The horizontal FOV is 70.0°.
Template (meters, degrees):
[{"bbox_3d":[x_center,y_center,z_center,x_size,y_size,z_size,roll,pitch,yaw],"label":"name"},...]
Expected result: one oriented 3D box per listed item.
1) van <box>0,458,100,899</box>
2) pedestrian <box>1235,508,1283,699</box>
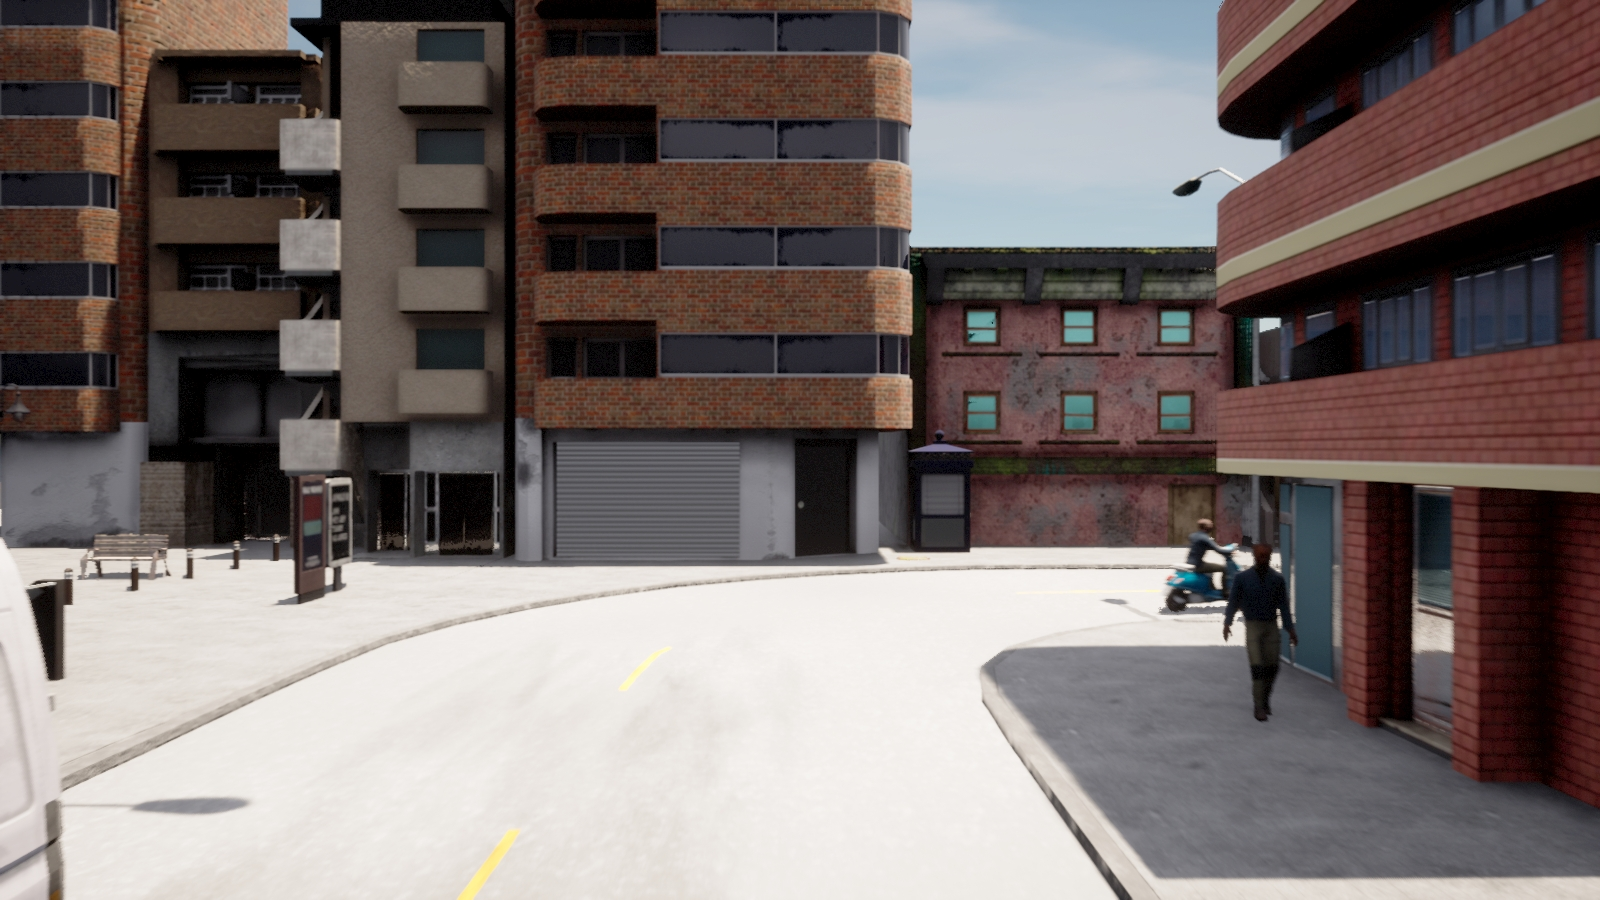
[{"bbox_3d":[-4.054,1.314,2.066,1.988,2.561,5.915,0,0,0],"label":"van"},{"bbox_3d":[4.614,1.524,11.490,0.375,1.860,0.375,0,0,10],"label":"pedestrian"}]
